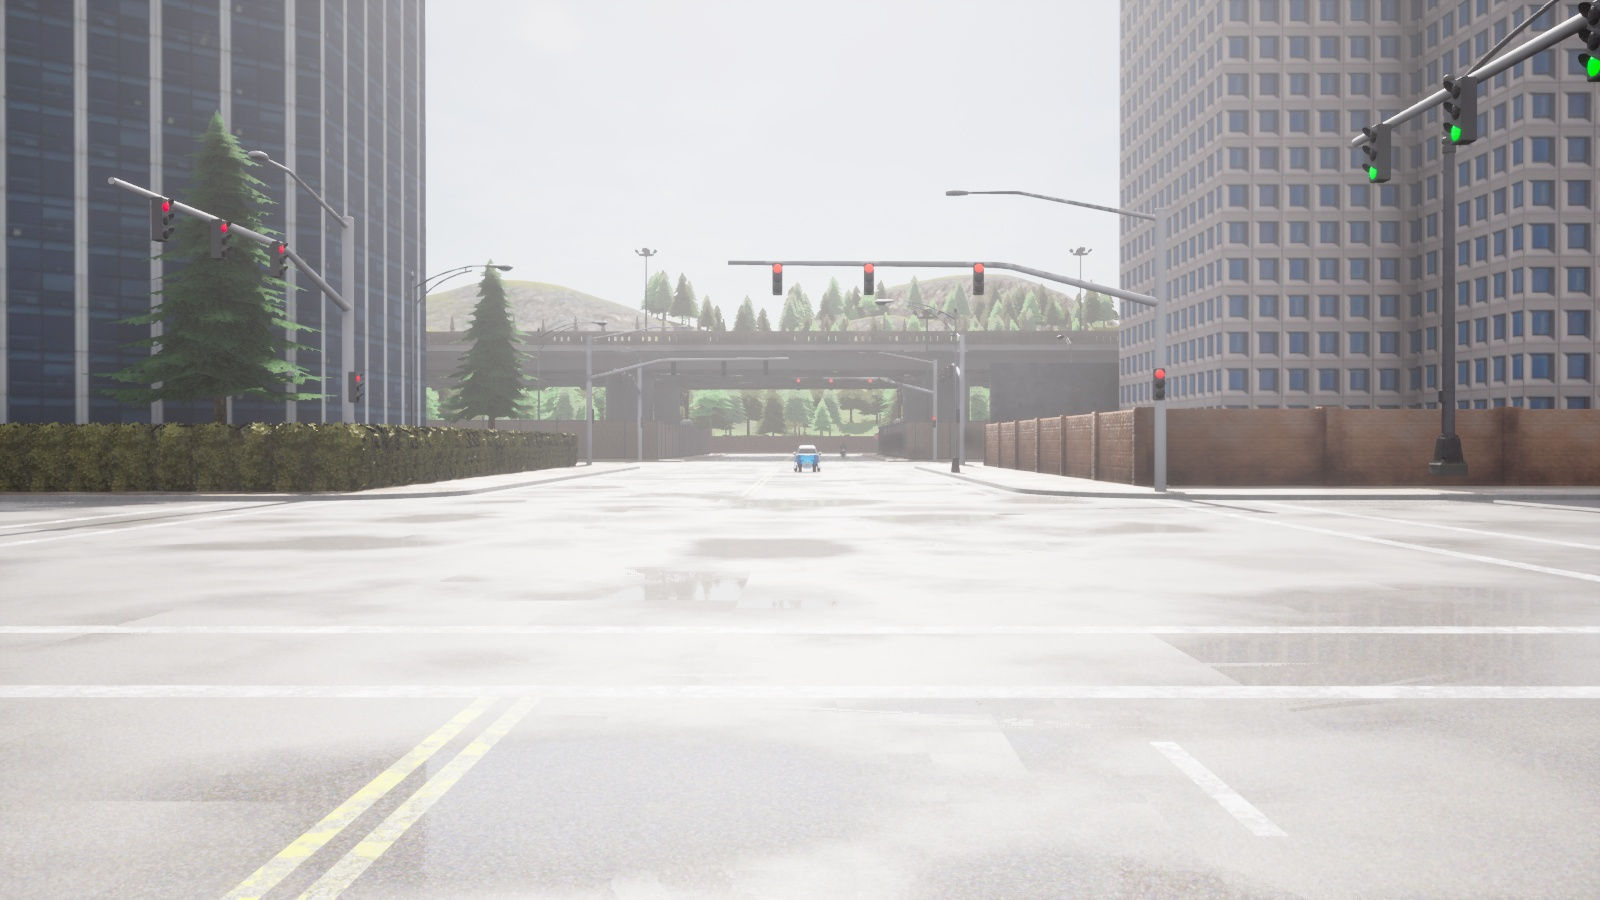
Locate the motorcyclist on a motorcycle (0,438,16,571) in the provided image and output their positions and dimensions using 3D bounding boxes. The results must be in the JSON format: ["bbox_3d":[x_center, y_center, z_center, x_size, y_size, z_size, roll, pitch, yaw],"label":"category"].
[{"bbox_3d":[-10.156,0.637,14.740,2.044,1.523,0.797,0,3,34],"label":"motorcyclist on a motorcycle"}]

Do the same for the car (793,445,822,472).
[{"bbox_3d":[0.377,0.434,65.375,1.481,1.376,2.207,0,0,0],"label":"car"}]
